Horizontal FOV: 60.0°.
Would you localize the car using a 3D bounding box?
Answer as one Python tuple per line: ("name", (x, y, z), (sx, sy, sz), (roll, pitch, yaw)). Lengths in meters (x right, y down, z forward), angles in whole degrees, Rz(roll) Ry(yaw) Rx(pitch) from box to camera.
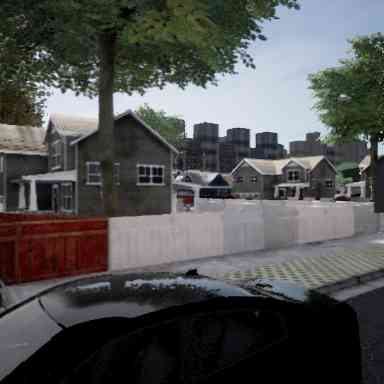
("car", (-0.673, 1.476, 2.595), (5.008, 1.535, 1.882), (0, 0, -35))
